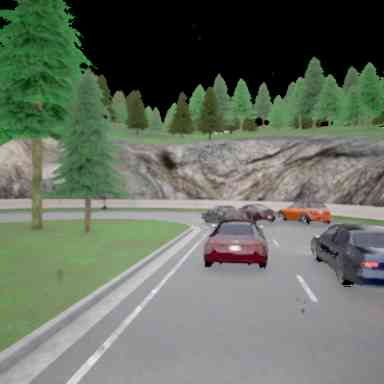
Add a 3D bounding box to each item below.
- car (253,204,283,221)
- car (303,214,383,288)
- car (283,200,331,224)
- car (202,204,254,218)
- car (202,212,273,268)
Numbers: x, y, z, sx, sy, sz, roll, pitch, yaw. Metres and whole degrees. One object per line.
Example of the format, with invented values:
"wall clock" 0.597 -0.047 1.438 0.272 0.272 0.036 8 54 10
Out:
"car" 4.805 1.662 26.485 1.812 1.442 4.674 1 0 -22
"car" 4.747 1.614 9.389 2.033 1.411 5.357 0 0 9
"car" 8.673 1.509 25.992 2.097 1.767 4.553 0 0 -16
"car" 2.201 1.657 23.595 2.033 1.411 5.357 0 0 -14
"car" 1.561 1.619 11.609 1.994 1.385 4.181 0 0 9
